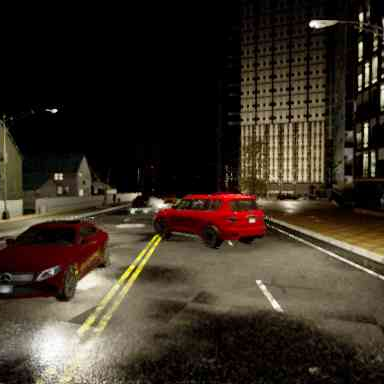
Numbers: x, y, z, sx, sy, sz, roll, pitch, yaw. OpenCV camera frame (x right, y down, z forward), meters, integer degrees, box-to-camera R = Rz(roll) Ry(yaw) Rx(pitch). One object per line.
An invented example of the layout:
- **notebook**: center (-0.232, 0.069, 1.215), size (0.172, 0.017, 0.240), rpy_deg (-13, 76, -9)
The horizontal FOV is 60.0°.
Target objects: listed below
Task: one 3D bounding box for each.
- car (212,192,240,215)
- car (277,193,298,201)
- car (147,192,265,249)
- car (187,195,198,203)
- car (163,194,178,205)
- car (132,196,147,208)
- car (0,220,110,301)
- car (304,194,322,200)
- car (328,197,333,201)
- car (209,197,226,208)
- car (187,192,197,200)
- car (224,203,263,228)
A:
- **car**: center (3.264, 1.022, 32.944), size (2.150, 2.045, 5.566), rpy_deg (0, 0, 0)
- **car**: center (23.047, 1.217, 80.267), size (5.009, 1.841, 2.192), rpy_deg (1, 2, 20)
- **car**: center (0.555, 1.132, 14.422), size (2.150, 2.045, 5.566), rpy_deg (0, 1, -39)
- **car**: center (0.099, 1.214, 62.113), size (1.994, 1.385, 4.181), rpy_deg (0, 0, 0)
- **car**: center (-3.315, 1.178, 51.817), size (1.882, 1.535, 5.008), rpy_deg (0, 0, 0)
- **car**: center (-6.577, 1.223, 43.190), size (1.882, 1.535, 5.008), rpy_deg (0, 0, 0)
- **car**: center (-3.360, 1.471, 8.314), size (1.812, 1.442, 4.674), rpy_deg (0, 0, 0)
- **car**: center (31.084, 1.267, 85.718), size (4.403, 1.369, 2.008), rpy_deg (1, 2, 20)
- **car**: center (33.692, 1.555, 76.371), size (4.507, 1.381, 1.887), rpy_deg (1, 2, 20)
- **car**: center (3.269, 1.342, 43.950), size (1.895, 1.301, 4.718), rpy_deg (0, 0, 0)
- **car**: center (0.034, 0.945, 75.651), size (2.097, 1.767, 4.553), rpy_deg (0, 0, 0)
- **car**: center (3.260, 1.464, 21.942), size (1.895, 1.301, 4.718), rpy_deg (0, 0, 0)
